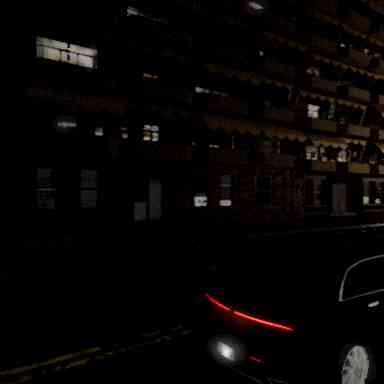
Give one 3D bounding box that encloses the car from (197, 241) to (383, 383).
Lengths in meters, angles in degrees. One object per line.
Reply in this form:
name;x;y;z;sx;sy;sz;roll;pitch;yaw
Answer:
car;2.360;1.527;5.070;4.892;1.490;1.837;1;0;-35
